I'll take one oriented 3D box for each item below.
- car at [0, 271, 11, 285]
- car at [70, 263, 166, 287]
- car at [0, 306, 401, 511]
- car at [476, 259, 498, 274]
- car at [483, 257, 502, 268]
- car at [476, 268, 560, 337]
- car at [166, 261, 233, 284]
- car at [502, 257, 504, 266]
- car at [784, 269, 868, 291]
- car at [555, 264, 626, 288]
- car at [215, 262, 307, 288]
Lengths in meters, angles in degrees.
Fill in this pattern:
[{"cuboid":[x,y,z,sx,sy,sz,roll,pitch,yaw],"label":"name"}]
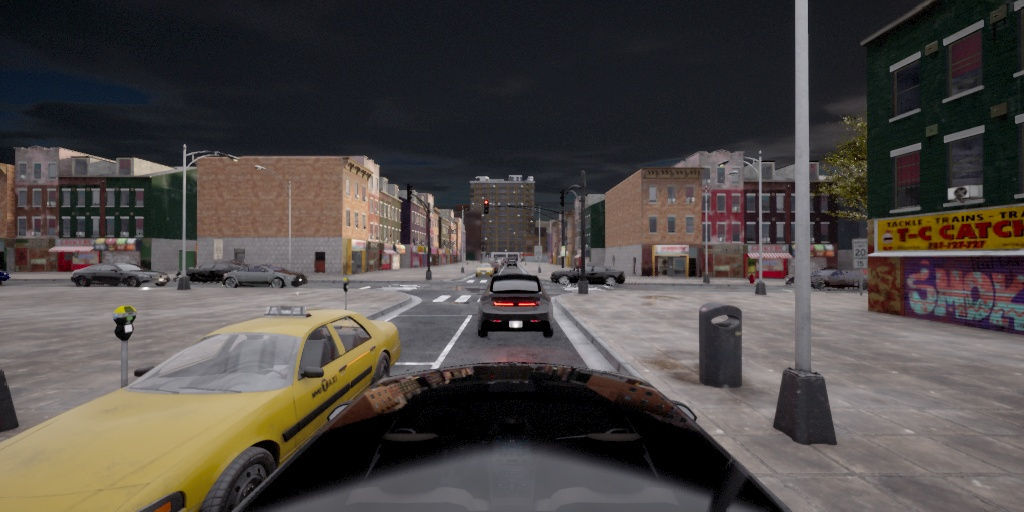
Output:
[{"cuboid":[-32.919,1.144,21.071,4.718,1.301,1.895,0,0,0],"label":"car"},{"cuboid":[-23.022,1.120,21.133,4.674,1.442,1.812,0,0,0],"label":"car"},{"cuboid":[-2.640,1.275,3.937,1.751,1.417,4.829,0,0,0],"label":"car"},{"cuboid":[-2.678,1.302,35.894,1.751,1.417,4.829,0,0,0],"label":"car"},{"cuboid":[-2.685,1.100,41.507,2.192,1.841,5.009,0,0,0],"label":"car"},{"cuboid":[0.086,1.257,10.320,1.837,1.490,4.892,0,0,0],"label":"car"},{"cuboid":[-19.691,1.112,24.110,5.008,1.535,1.882,0,0,0],"label":"car"},{"cuboid":[-2.710,1.358,63.112,1.751,1.417,4.829,0,0,0],"label":"car"},{"cuboid":[21.771,1.606,24.360,5.357,1.411,2.033,1,0,0],"label":"car"},{"cuboid":[5.219,1.310,24.739,5.008,1.535,1.882,1,0,7],"label":"car"},{"cuboid":[-14.501,1.220,21.183,4.181,1.385,1.994,0,0,0],"label":"car"}]
